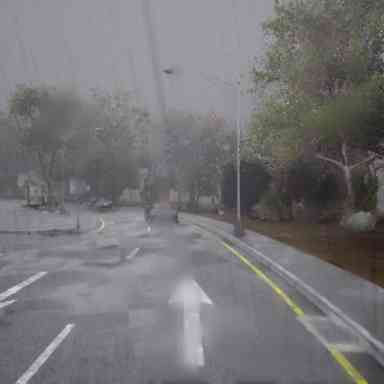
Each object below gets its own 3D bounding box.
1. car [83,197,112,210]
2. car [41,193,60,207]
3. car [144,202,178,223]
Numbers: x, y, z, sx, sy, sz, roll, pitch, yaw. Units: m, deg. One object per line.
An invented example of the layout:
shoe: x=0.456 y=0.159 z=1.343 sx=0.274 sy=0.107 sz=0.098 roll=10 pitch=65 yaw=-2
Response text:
car: x=-11.091 y=1.288 z=38.881 sx=1.994 sy=1.385 sz=4.181 roll=0 pitch=1 yaw=-43
car: x=-18.710 y=0.909 z=42.316 sx=4.553 sy=1.767 sz=2.097 roll=2 pitch=1 yaw=40
car: x=-2.318 y=1.419 z=24.027 sx=1.994 sy=1.385 sz=4.181 roll=0 pitch=0 yaw=-15
